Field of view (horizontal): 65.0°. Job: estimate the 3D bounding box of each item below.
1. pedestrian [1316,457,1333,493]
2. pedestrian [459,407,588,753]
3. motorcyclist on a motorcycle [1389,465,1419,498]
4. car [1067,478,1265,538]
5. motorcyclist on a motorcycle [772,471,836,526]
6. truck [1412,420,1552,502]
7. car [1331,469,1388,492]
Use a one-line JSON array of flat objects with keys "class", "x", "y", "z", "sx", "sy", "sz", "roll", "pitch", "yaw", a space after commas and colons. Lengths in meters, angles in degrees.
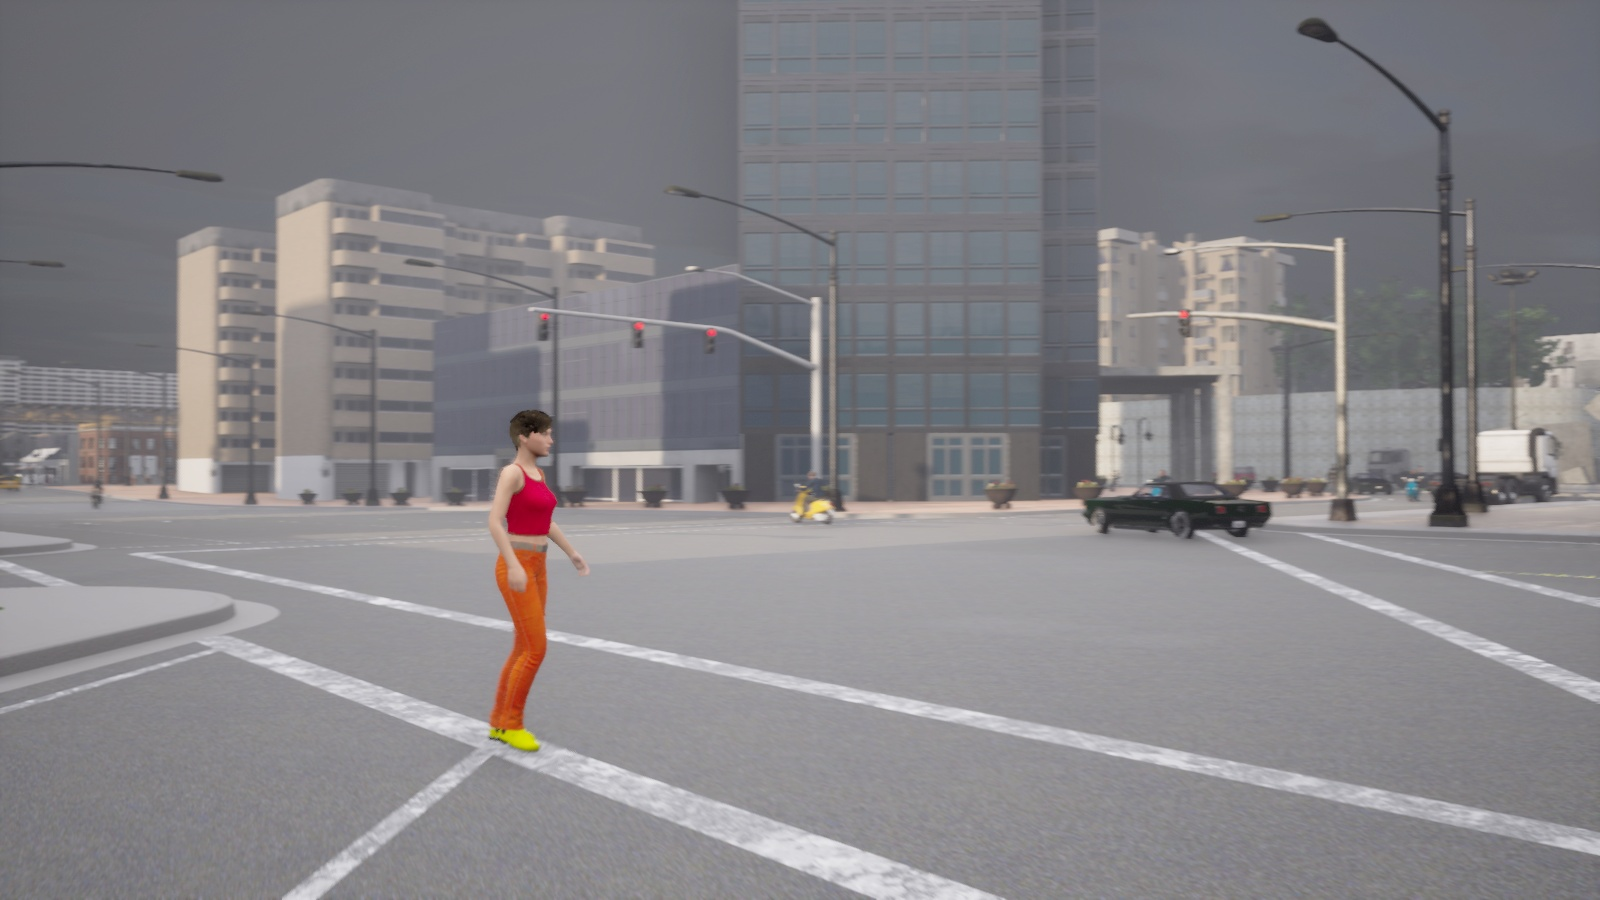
[{"class": "pedestrian", "x": 27.873, "y": 1.335, "z": 66.722, "sx": 0.563, "sy": 1.883, "sz": 0.849, "roll": -1, "pitch": -1, "yaw": 38}, {"class": "pedestrian", "x": -1.516, "y": 0.694, "z": 6.899, "sx": 0.594, "sy": 1.836, "sz": 0.345, "roll": -1, "pitch": -1, "yaw": 13}, {"class": "motorcyclist on a motorcycle", "x": 29.253, "y": 1.514, "z": 60.806, "sx": 0.866, "sy": 1.590, "sz": 1.817, "roll": -2, "pitch": -2, "yaw": 38}, {"class": "car", "x": 8.662, "y": 1.344, "z": 30.183, "sx": 1.895, "sy": 1.301, "sz": 4.718, "roll": 0, "pitch": -1, "yaw": -25}, {"class": "motorcyclist on a motorcycle", "x": 0.112, "y": 1.435, "z": 37.603, "sx": 0.866, "sy": 1.590, "sz": 1.817, "roll": 0, "pitch": -1, "yaw": -43}, {"class": "truck", "x": 30.983, "y": 0.496, "z": 56.897, "sx": 7.936, "sy": 3.462, "sz": 2.891, "roll": 0, "pitch": -1, "yaw": -40}, {"class": "car", "x": 34.913, "y": 1.869, "z": 78.491, "sx": 1.994, "sy": 1.385, "sz": 4.181, "roll": -1, "pitch": -1, "yaw": 5}]
